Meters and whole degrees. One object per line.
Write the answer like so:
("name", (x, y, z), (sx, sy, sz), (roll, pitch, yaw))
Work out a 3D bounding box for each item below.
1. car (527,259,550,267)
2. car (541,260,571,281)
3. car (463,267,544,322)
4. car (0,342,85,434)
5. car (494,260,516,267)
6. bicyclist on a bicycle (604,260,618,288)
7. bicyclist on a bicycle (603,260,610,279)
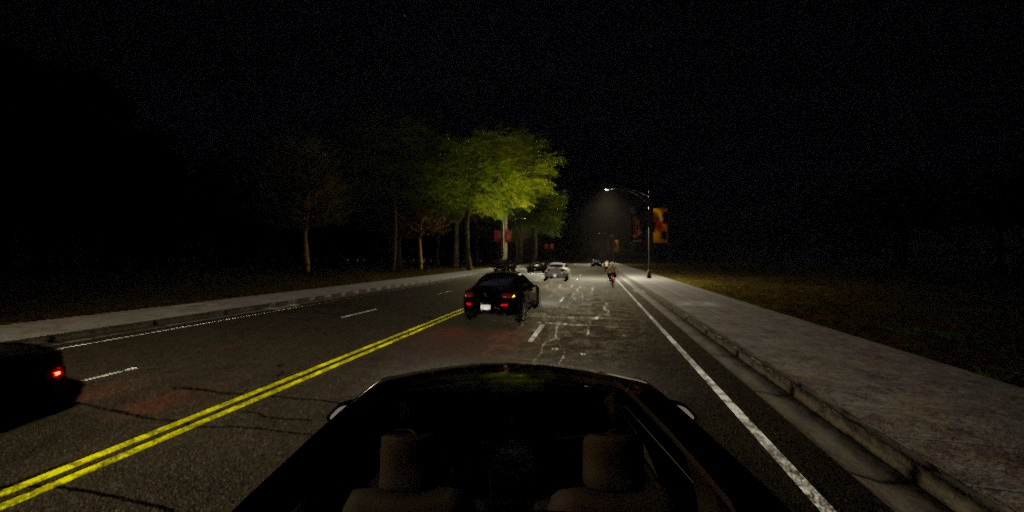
("car", (2.958, 1.306, 41.407), (1.994, 1.385, 4.181), (0, 0, 13))
("car", (3.840, 1.269, 29.910), (1.812, 1.442, 4.674), (0, 0, 13))
("car", (-0.223, 1.272, 12.334), (1.812, 1.442, 4.674), (0, 0, 13))
("car", (-6.220, 1.296, 1.719), (2.033, 1.411, 5.357), (0, 0, 13))
("car", (-0.745, 1.246, 39.823), (1.837, 1.490, 4.892), (0, 0, 13))
("bicyclist on a bicycle", (6.360, 1.182, 22.761), (0.866, 1.612, 1.509), (0, 0, 13))
("bicyclist on a bicycle", (8.582, 1.197, 32.471), (0.582, 1.620, 1.656), (0, 0, 13))
